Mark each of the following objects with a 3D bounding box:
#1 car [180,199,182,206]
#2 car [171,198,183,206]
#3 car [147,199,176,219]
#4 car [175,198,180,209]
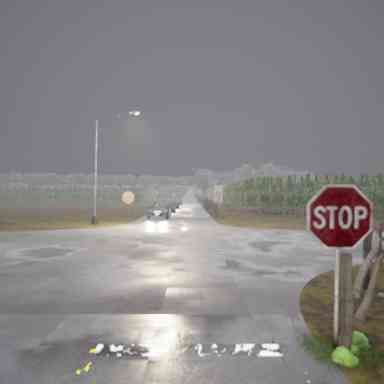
[{"bbox_3d":[-2.880,1.862,49.917,1.895,1.301,4.718,0,0,0],"label":"car"},{"bbox_3d":[-2.816,1.937,64.774,2.033,1.411,5.357,0,-1,0],"label":"car"},{"bbox_3d":[-2.878,1.606,30.021,2.128,1.511,4.902,0,0,0],"label":"car"},{"bbox_3d":[-2.882,1.731,39.865,2.033,1.411,5.357,0,0,0],"label":"car"}]
